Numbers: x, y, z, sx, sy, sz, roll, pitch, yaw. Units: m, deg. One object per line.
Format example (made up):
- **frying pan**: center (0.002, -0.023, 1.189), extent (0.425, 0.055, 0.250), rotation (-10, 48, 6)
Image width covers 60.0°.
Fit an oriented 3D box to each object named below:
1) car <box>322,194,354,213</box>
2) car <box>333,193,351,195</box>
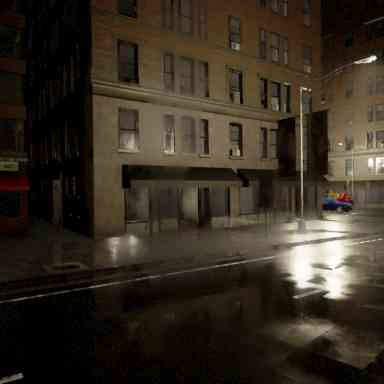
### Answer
- **car**: center (14.420, 1.346, 35.274), extent (1.882, 1.535, 5.008), rotation (-1, 1, -44)
- **car**: center (17.134, 1.085, 40.794), extent (2.192, 1.841, 5.009), rotation (0, 1, -44)
